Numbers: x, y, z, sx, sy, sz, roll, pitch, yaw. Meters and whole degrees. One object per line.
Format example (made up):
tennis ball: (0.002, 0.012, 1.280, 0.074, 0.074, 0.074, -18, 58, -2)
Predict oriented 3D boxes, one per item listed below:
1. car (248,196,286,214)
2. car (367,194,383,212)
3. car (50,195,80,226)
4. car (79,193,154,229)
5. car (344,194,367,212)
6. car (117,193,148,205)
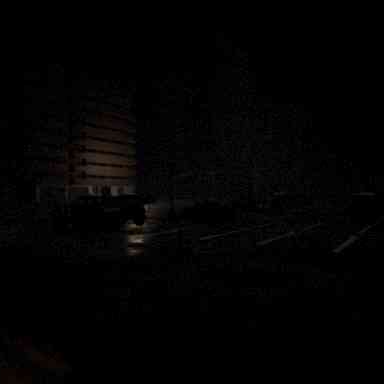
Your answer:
car: (7.515, 1.396, 33.292, 1.970, 1.475, 3.806, 0, 0, 34)
car: (23.145, 1.364, 40.960, 1.784, 1.438, 3.905, 0, 0, 34)
car: (-6.869, 1.154, 21.993, 1.932, 1.855, 4.605, 0, 0, 34)
car: (-4.501, 1.157, 20.329, 1.905, 1.878, 3.866, 0, 0, 34)
car: (20.746, 1.396, 42.581, 1.970, 1.475, 3.806, 0, 0, 34)
car: (-10.700, 1.224, 60.434, 2.150, 2.045, 5.566, 0, 0, 34)
